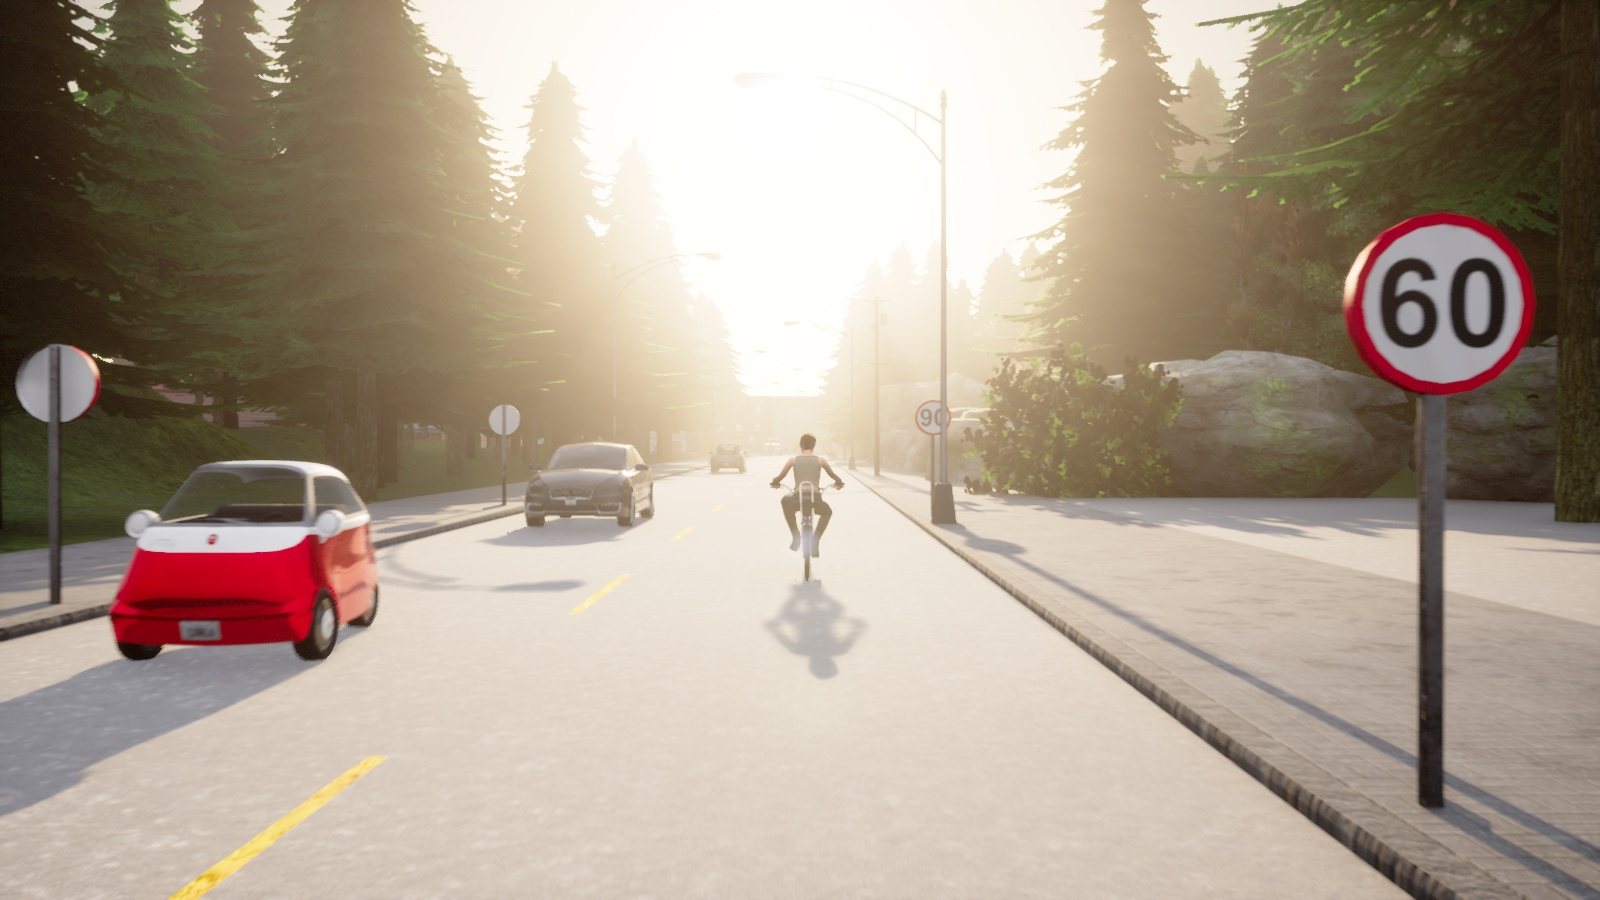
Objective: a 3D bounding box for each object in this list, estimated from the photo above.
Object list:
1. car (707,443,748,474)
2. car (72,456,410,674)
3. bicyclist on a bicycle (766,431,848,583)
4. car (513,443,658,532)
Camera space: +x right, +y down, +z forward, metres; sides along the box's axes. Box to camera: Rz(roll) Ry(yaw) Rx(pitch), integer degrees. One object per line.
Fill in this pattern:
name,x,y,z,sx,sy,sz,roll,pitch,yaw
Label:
car,-3.621,0.400,63.276,1.845,1.501,3.633,0,0,0
car,-3.939,0.748,9.183,1.481,1.376,2.207,0,0,0
bicyclist on a bicycle,0.082,0.604,14.072,0.866,1.612,1.509,0,0,1
car,-3.866,0.616,23.448,1.837,1.490,4.892,0,0,0
